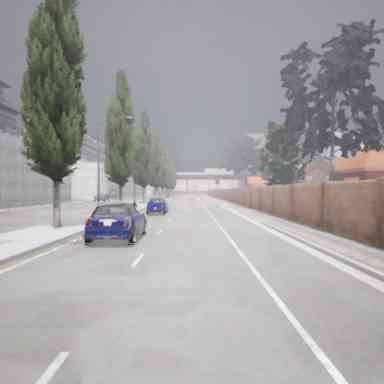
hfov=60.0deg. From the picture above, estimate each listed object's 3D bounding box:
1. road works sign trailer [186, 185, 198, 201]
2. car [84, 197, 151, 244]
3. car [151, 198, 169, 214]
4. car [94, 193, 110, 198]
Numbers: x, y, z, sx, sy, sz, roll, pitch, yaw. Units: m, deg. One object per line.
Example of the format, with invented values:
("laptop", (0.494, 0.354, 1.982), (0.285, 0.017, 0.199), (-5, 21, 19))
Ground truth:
("road works sign trailer", (0.003, 0.190, 75.801), (2.380, 3.560, 2.880), (0, 0, 0))
("car", (-3.400, 1.295, 15.545), (2.097, 1.767, 4.553), (0, 0, 0))
("car", (-3.399, 1.356, 33.427), (1.882, 1.535, 5.008), (0, 0, 0))
("car", (-14.998, 0.870, 55.570), (1.882, 1.535, 5.008), (0, 0, 0))
